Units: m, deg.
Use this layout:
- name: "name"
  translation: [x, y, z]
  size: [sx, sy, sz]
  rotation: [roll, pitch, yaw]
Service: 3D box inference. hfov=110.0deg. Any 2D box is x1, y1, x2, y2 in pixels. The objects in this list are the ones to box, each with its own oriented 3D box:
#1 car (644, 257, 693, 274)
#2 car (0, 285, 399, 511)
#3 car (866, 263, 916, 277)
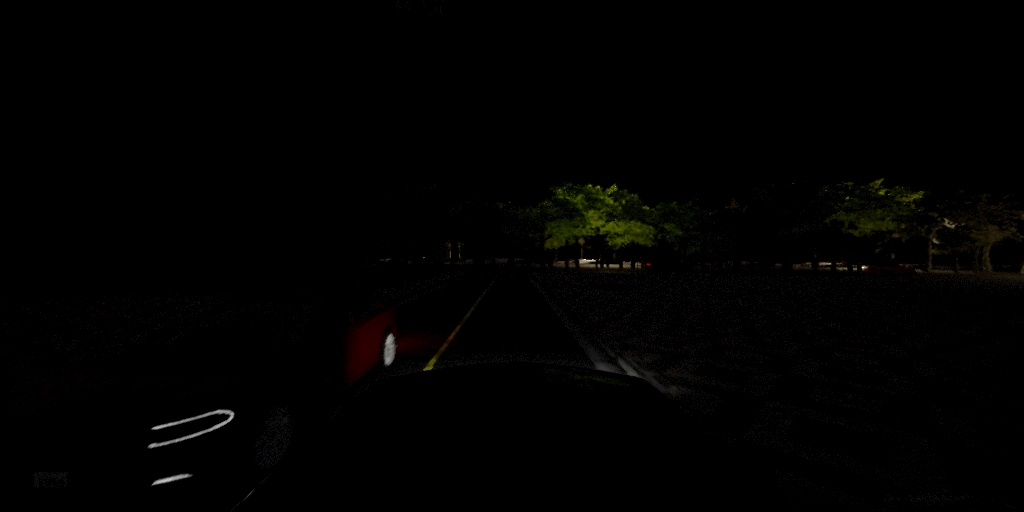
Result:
- name: "car"
  translation: [19.285, 1.161, 44.440]
  size: [5.566, 2.045, 2.150]
  rotation: [1, 0, 4]
- name: "car"
  translation: [-3.097, 1.228, 4.906]
  size: [1.882, 1.535, 5.008]
  rotation: [0, 0, 0]
- name: "car"
  translation: [45.617, 1.612, 43.188]
  size: [4.553, 1.767, 2.097]
  rotation: [1, 0, 0]
